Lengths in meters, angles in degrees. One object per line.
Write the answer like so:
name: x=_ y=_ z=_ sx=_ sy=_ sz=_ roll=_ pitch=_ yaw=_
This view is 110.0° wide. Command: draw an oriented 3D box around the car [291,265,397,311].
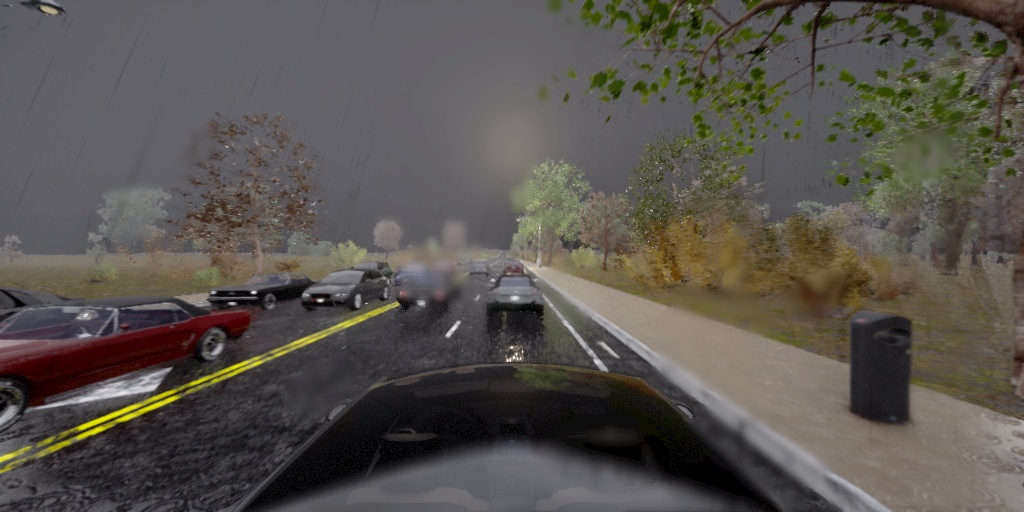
car: x=-6.553 y=1.275 z=14.710 sx=1.837 sy=1.490 sz=4.892 roll=0 pitch=0 yaw=0

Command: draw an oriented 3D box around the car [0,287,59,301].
car: x=-9.819 y=1.256 z=5.555 sx=1.837 sy=1.490 sz=4.892 roll=0 pitch=0 yaw=1

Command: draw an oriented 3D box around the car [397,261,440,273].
car: x=-6.521 y=1.314 z=24.698 sx=1.812 sy=1.442 sz=4.674 roll=0 pitch=0 yaw=1

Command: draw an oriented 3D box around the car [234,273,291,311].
car: x=-9.801 y=1.370 z=14.791 sx=1.895 sy=1.301 sz=4.718 roll=0 pitch=0 yaw=1

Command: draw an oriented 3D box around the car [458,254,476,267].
car: x=-6.409 y=0.662 z=51.841 sx=2.150 sy=2.045 sz=5.566 roll=0 pitch=0 yaw=0

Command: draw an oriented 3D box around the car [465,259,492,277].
car: x=-3.176 y=1.355 z=36.857 sx=2.033 sy=1.411 sz=5.357 roll=0 pitch=0 yaw=0

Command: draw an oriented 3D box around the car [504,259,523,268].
car: x=0.165 y=1.163 z=38.798 sx=2.097 sy=1.767 sz=4.553 roll=0 pitch=0 yaw=0

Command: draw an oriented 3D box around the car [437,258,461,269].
car: x=-6.501 y=1.281 z=34.827 sx=1.882 sy=1.535 sz=5.008 roll=0 pitch=0 yaw=1

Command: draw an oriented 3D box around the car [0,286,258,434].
car: x=-6.570 y=1.353 z=5.478 sx=1.895 sy=1.301 sz=4.718 roll=0 pitch=0 yaw=1

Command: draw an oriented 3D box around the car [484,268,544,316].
car: x=0.119 y=1.335 z=13.591 sx=1.994 sy=1.385 sz=4.181 roll=0 pitch=0 yaw=0

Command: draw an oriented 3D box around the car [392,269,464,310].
car: x=-3.131 y=1.373 z=14.794 sx=1.895 sy=1.301 sz=4.718 roll=0 pitch=0 yaw=0

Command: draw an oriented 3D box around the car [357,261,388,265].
car: x=-9.769 y=1.139 z=24.622 sx=2.097 sy=1.767 sz=4.553 roll=0 pitch=0 yaw=1
